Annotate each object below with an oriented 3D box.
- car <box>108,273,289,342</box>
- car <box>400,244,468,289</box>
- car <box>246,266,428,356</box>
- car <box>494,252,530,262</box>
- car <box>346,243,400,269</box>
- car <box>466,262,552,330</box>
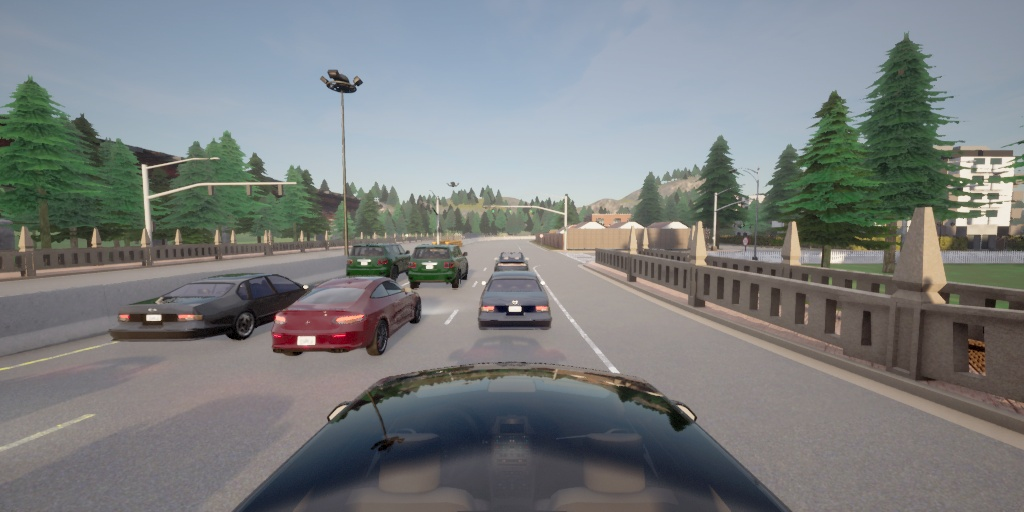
[{"bbox_3d":[-6.945,1.156,9.445,2.033,1.411,5.357,0,2,0],"label":"car"},{"bbox_3d":[-3.504,0.397,17.839,2.150,2.045,5.566,0,4,0],"label":"car"},{"bbox_3d":[-3.439,1.172,8.253,1.812,1.442,4.674,0,2,-1],"label":"car"},{"bbox_3d":[-0.012,0.503,20.542,2.128,1.511,4.902,0,4,0],"label":"car"},{"bbox_3d":[-7.018,0.283,19.664,2.150,2.045,5.566,0,4,0],"label":"car"},{"bbox_3d":[0.049,1.120,10.455,2.033,1.411,5.357,0,2,0],"label":"car"}]
